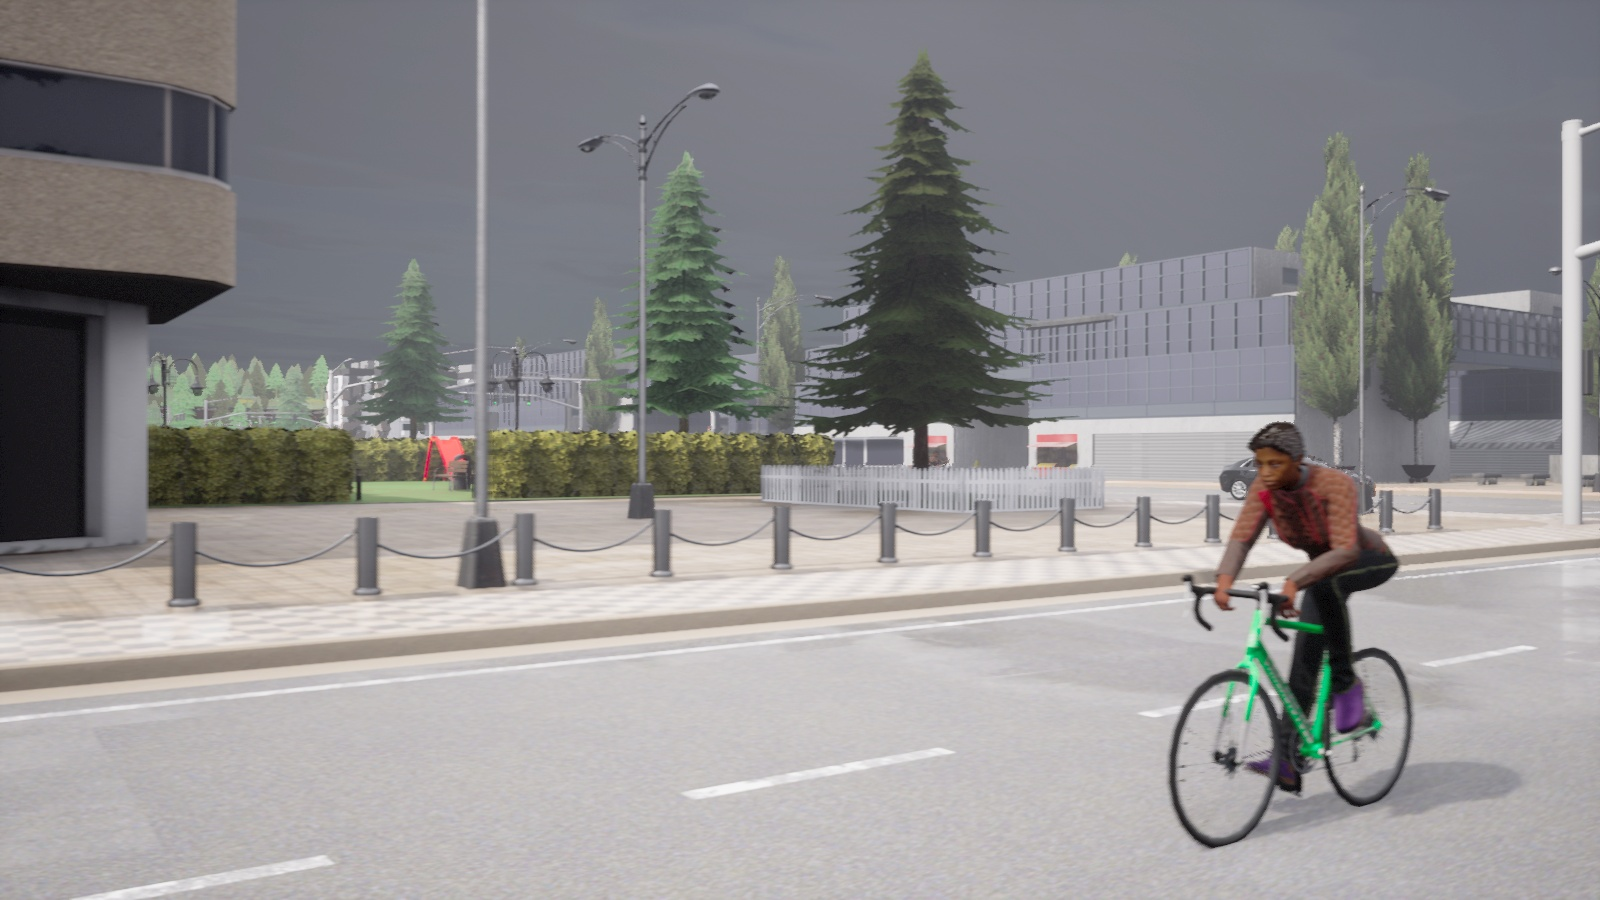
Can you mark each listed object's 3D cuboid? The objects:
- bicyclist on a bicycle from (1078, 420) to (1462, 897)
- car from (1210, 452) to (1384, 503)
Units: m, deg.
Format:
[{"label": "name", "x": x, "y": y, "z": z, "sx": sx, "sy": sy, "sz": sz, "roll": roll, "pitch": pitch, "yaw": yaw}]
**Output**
[{"label": "bicyclist on a bicycle", "x": 1.901, "y": 0.706, "z": 4.982, "sx": 1.656, "sy": 1.620, "sz": 0.582, "roll": 0, "pitch": 0, "yaw": -35}, {"label": "car", "x": 15.562, "y": 0.814, "z": 39.593, "sx": 1.837, "sy": 1.490, "sz": 4.892, "roll": 0, "pitch": 0, "yaw": -35}]
